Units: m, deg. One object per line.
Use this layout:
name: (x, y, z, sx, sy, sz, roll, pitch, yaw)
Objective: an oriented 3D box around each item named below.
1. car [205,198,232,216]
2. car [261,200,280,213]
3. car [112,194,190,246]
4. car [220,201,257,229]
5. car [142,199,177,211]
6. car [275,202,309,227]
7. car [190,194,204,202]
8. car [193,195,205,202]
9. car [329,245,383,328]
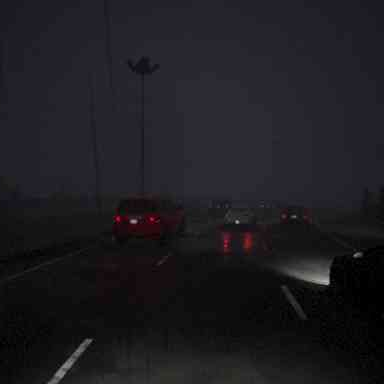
car: (3.237, 1.417, 33.076, 2.097, 1.767, 4.553, 0, 0, 21)
car: (9.442, 1.642, 38.671, 2.033, 1.411, 5.357, 0, 0, 26)
car: (-1.802, 1.241, 15.559, 2.150, 2.045, 5.566, 0, 0, 10)
car: (3.296, 1.573, 22.166, 1.812, 1.442, 4.674, 0, 0, 14)
car: (-4.080, 1.606, 43.138, 2.033, 1.411, 5.357, 0, 0, 25)
car: (7.174, 1.609, 23.311, 2.033, 1.411, 5.357, 0, 0, 17)
car: (0.246, 1.303, 58.113, 2.150, 2.045, 5.566, 0, 0, 33)
car: (2.579, 1.565, 48.468, 1.882, 1.535, 5.008, 0, 0, 30)
car: (3.995, 1.587, 5.867, 1.994, 1.385, 4.181, 0, 0, 4)
